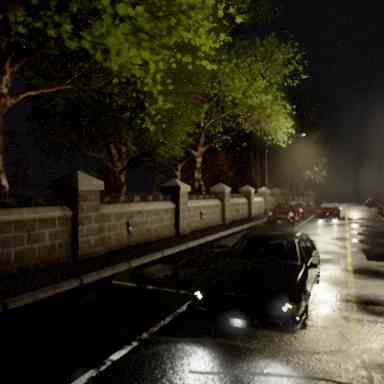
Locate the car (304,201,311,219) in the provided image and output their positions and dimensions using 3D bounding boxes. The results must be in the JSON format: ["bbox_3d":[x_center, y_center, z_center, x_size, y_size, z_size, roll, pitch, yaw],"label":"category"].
[{"bbox_3d":[9.211,1.572,29.729,1.967,1.590,4.097,0,0,25],"label":"car"}]

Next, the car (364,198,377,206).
[{"bbox_3d":[33.355,1.873,62.196,1.752,1.417,4.829,0,0,25],"label":"car"}]

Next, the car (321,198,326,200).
[{"bbox_3d":[20.896,1.796,55.154,1.752,1.417,4.829,0,0,25],"label":"car"}]

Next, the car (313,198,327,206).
[{"bbox_3d":[23.318,1.853,60.424,2.008,1.369,4.403,0,0,25],"label":"car"}]

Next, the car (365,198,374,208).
[{"bbox_3d":[28.581,1.725,51.810,1.967,1.590,4.097,0,0,25],"label":"car"}]

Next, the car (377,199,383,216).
[{"bbox_3d":[19.177,1.487,31.347,2.192,1.841,5.009,0,0,25],"label":"car"}]

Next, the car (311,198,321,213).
[{"bbox_3d":[13.914,1.737,39.961,2.008,1.369,4.403,0,0,25],"label":"car"}]

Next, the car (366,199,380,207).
[{"bbox_3d":[30.933,1.881,56.925,1.947,1.339,4.313,0,0,25],"label":"car"}]

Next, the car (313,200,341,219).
[{"bbox_3d":[12.460,1.709,30.354,1.994,1.385,4.181,0,0,25],"label":"car"}]

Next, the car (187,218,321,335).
[{"bbox_3d":[1.797,1.576,7.386,2.033,1.411,5.357,0,0,25],"label":"car"}]

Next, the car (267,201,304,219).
[{"bbox_3d":[6.860,1.545,24.615,1.967,1.590,4.097,0,0,25],"label":"car"}]

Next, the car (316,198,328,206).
[{"bbox_3d":[25.598,1.858,65.386,1.752,1.417,4.829,0,0,25],"label":"car"}]

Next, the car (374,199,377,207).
[{"bbox_3d":[21.529,1.639,36.462,1.967,1.590,4.097,0,0,25],"label":"car"}]
